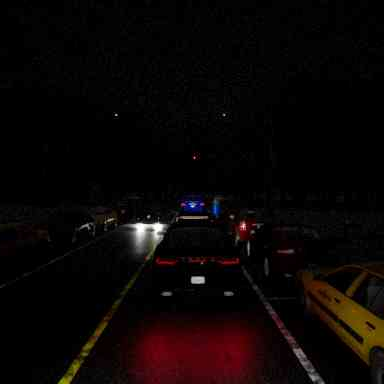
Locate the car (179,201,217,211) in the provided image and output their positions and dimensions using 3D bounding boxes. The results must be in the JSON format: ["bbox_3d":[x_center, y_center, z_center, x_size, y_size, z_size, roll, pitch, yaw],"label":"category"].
[{"bbox_3d":[0.087,1.493,19.071,2.128,1.511,4.902,0,0,0],"label":"car"}]

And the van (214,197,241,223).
[{"bbox_3d":[2.747,1.345,26.162,1.690,1.788,3.998,0,0,0],"label":"van"}]

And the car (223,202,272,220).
[{"bbox_3d":[2.752,1.441,15.287,1.967,1.590,4.097,0,0,0],"label":"car"}]

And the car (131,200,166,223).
[{"bbox_3d":[-3.053,1.567,25.402,1.994,1.385,4.181,0,0,0],"label":"car"}]

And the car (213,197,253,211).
[{"bbox_3d":[2.750,1.317,20.725,2.192,1.841,5.009,0,0,0],"label":"car"}]

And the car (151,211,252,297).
[{"bbox_3d":[0.090,1.478,8.627,1.882,1.535,5.008,0,0,0],"label":"car"}]

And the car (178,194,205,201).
[{"bbox_3d":[0.009,1.226,29.438,2.150,2.045,5.566,0,0,-2],"label":"car"}]

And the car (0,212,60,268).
[{"bbox_3d":[-5.770,1.525,9.676,1.752,1.417,4.829,0,0,0],"label":"car"}]

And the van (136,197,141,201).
[{"bbox_3d":[-5.781,1.346,31.596,1.690,1.788,3.998,0,0,0],"label":"van"}]

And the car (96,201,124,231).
[{"bbox_3d":[-5.775,1.527,20.551,1.752,1.417,4.829,0,0,0],"label":"car"}]

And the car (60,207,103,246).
[{"bbox_3d":[-5.773,1.567,15.283,1.947,1.339,4.313,0,0,0],"label":"car"}]

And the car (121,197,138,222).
[{"bbox_3d":[-5.778,1.443,26.158,1.967,1.590,4.097,0,0,0],"label":"car"}]

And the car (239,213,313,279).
[{"bbox_3d":[2.755,1.545,9.850,1.887,1.381,4.507,0,0,0],"label":"car"}]

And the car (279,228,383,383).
[{"bbox_3d":[2.758,1.525,4.582,1.752,1.417,4.829,0,0,0],"label":"car"}]

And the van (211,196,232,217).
[{"bbox_3d":[2.745,1.346,31.600,1.690,1.788,3.998,0,0,0],"label":"van"}]
